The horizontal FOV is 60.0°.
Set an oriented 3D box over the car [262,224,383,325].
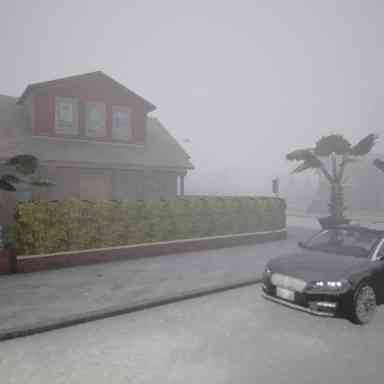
[{"bbox_3d":[3.603,1.491,7.170,4.902,1.511,2.128,0,0,-35],"label":"car"}]
